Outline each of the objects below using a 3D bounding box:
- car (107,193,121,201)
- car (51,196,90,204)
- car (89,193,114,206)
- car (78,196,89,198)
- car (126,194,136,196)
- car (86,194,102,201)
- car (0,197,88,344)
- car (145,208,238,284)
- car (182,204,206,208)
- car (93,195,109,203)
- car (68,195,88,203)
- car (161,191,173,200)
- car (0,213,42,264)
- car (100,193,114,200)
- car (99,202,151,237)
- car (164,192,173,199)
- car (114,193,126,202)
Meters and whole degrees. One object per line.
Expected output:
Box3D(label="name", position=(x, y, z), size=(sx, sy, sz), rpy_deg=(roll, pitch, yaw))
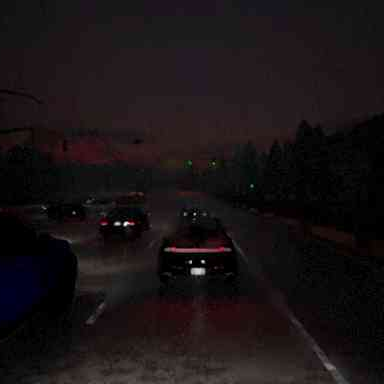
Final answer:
Box3D(label="car", position=(-17.153, 1.015, 73.154), size=(2.097, 1.767, 4.553), rpy_deg=(0, 0, 0))
Box3D(label="car", position=(-9.991, 1.355, 26.181), size=(1.882, 1.535, 5.008), rpy_deg=(1, 0, -35))
Box3D(label="car", position=(-13.846, 1.288, 51.081), size=(1.812, 1.442, 4.674), rpy_deg=(0, 0, 1))
Box3D(label="car", position=(-17.326, 1.317, 53.044), size=(1.994, 1.385, 4.181), rpy_deg=(0, 0, 1))
Box3D(label="car", position=(-13.667, 1.198, 70.166), size=(1.812, 1.442, 4.674), rpy_deg=(0, 0, 0))
Box3D(label="car", position=(-20.665, 1.149, 70.614), size=(1.882, 1.535, 5.008), rpy_deg=(0, 0, 0))
Box3D(label="car", position=(-3.377, 1.199, 4.348), size=(2.150, 2.045, 5.566), rpy_deg=(0, 0, 0))
Box3D(label="car", position=(0.140, 1.448, 9.459), size=(2.128, 1.511, 4.902), rpy_deg=(0, 0, 0))
Box3D(label="car", position=(0.210, 1.488, 24.151), size=(1.895, 1.301, 4.718), rpy_deg=(0, 0, 0))
Box3D(label="car", position=(-17.202, 1.271, 63.021), size=(1.994, 1.385, 4.181), rpy_deg=(0, 0, 0))
Box3D(label="car", position=(-20.728, 1.318, 60.671), size=(1.895, 1.301, 4.718), rpy_deg=(0, 0, 0))
Box3D(label="car", position=(-6.600, 0.836, 84.012), size=(2.150, 2.045, 5.566), rpy_deg=(0, 0, 0))
Box3D(label="car", position=(-6.853, 1.511, 10.870), size=(1.994, 1.385, 4.181), rpy_deg=(0, 0, 0))
Box3D(label="car", position=(-20.616, 1.102, 80.833), size=(1.882, 1.535, 5.008), rpy_deg=(0, 0, 0))
Box3D(label="car", position=(-3.324, 1.466, 17.388), size=(2.033, 1.411, 5.357), rpy_deg=(0, 0, 0))
Box3D(label="car", position=(-6.552, 0.920, 93.871), size=(2.097, 1.767, 4.553), rpy_deg=(0, 0, 0))
Box3D(label="car", position=(-13.755, 1.246, 60.145), size=(1.812, 1.442, 4.674), rpy_deg=(0, 0, 1))
